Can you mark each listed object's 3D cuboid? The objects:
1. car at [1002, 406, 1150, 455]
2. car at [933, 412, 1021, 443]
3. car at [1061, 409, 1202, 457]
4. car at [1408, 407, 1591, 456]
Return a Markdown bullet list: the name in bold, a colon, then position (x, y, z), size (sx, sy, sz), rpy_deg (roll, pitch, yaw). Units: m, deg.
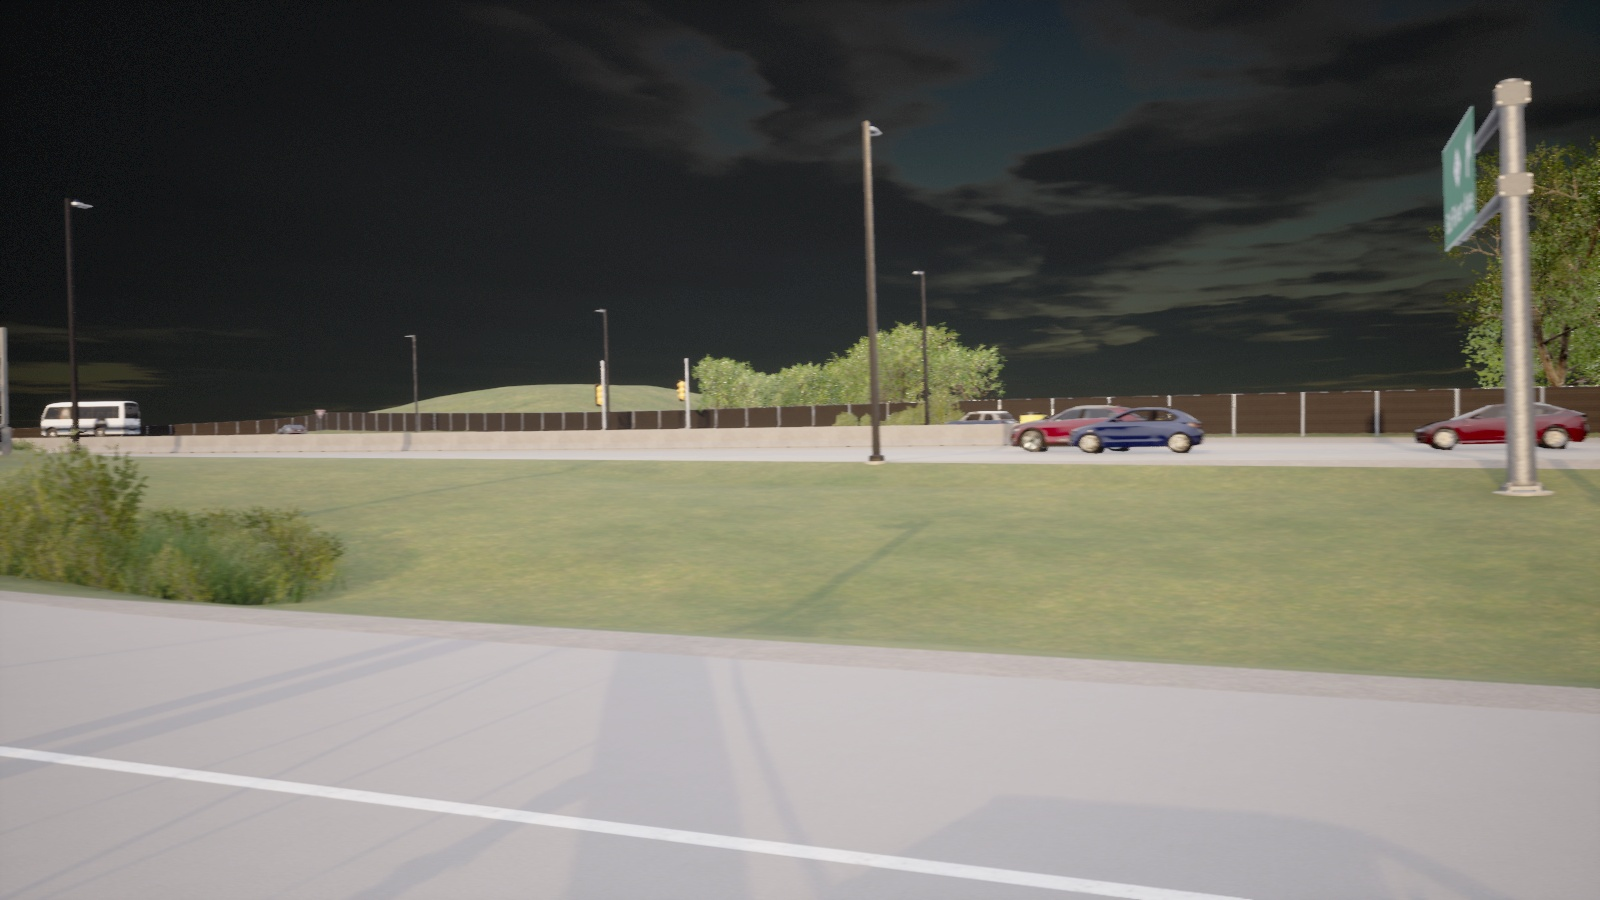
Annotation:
- **car**: position (9.743, -0.674, 44.375), size (4.856, 1.649, 2.033), rpy_deg (0, 1, 21)
- **car**: position (8.572, -1.104, 60.972), size (3.806, 1.475, 1.970), rpy_deg (1, 2, 44)
- **car**: position (10.629, -0.537, 40.281), size (4.193, 1.474, 1.816), rpy_deg (0, 1, 21)
- **car**: position (21.947, -0.584, 39.653), size (4.792, 1.488, 2.163), rpy_deg (0, 1, 21)
